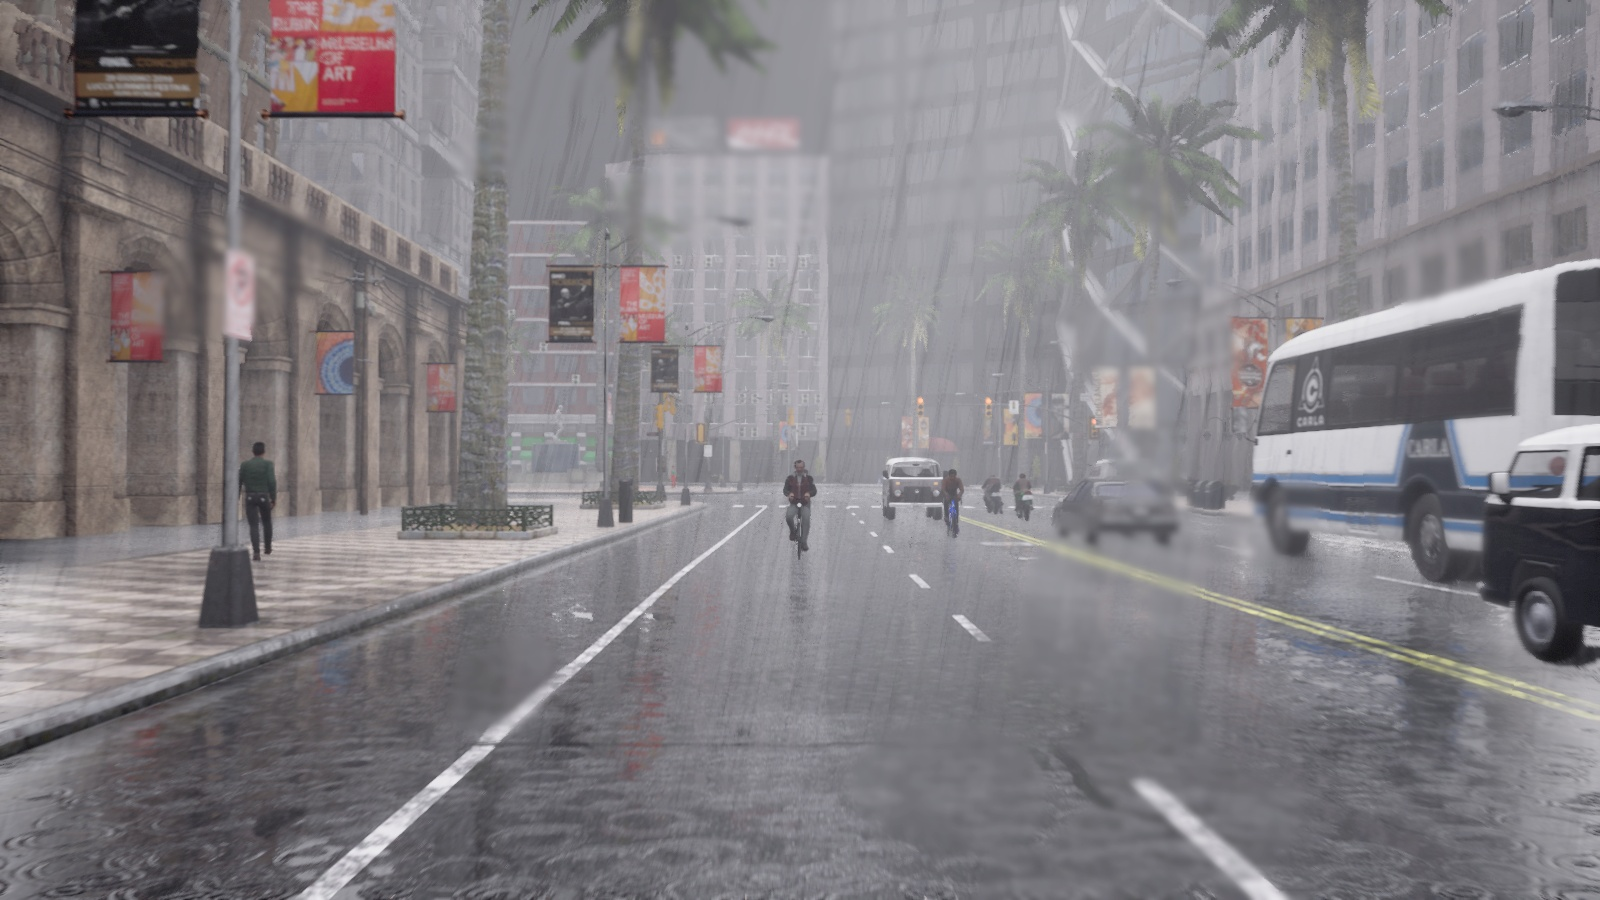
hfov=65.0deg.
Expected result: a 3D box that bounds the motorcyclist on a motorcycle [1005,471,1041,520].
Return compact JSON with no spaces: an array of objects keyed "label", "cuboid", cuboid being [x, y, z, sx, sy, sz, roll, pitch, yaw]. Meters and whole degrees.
[{"label":"motorcyclist on a motorcycle","cuboid":[7.174,1.446,40.467,0.797,1.523,2.044,0,-1,0]}]

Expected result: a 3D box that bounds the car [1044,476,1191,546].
[{"label":"car","cuboid":[7.071,1.312,28.599,2.033,1.411,5.357,0,-1,1]}]

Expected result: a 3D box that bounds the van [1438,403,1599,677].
[{"label":"van","cuboid":[6.976,0.668,9.422,2.069,2.038,4.480,0,-1,0]}]

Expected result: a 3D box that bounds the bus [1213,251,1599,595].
[{"label":"bus","cuboid":[10.477,-0.258,20.696,3.944,4.253,10.273,0,-1,0]}]

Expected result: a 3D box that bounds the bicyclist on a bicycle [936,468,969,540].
[{"label":"bicyclist on a bicycle","cuboid":[3.573,1.247,29.484,0.582,1.620,1.656,0,-1,0]}]

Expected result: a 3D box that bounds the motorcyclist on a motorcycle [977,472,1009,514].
[{"label":"motorcyclist on a motorcycle","cuboid":[7.235,1.610,47.185,0.866,1.530,2.191,0,-1,0]}]

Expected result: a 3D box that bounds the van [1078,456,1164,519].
[{"label":"van","cuboid":[10.688,1.229,42.126,1.775,1.987,4.442,0,-1,0]}]

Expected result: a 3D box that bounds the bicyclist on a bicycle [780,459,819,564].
[{"label":"bicyclist on a bicycle","cuboid":[-0.004,1.057,22.199,0.659,1.776,1.843,0,-1,1]}]

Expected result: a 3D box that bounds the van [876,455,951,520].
[{"label":"van","cuboid":[3.682,1.221,41.487,2.069,2.038,4.480,0,-1,0]}]

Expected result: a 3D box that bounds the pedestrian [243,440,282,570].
[{"label":"pedestrian","cuboid":[-8.251,0.827,19.302,0.423,1.949,0.788,0,-1,-14]}]
